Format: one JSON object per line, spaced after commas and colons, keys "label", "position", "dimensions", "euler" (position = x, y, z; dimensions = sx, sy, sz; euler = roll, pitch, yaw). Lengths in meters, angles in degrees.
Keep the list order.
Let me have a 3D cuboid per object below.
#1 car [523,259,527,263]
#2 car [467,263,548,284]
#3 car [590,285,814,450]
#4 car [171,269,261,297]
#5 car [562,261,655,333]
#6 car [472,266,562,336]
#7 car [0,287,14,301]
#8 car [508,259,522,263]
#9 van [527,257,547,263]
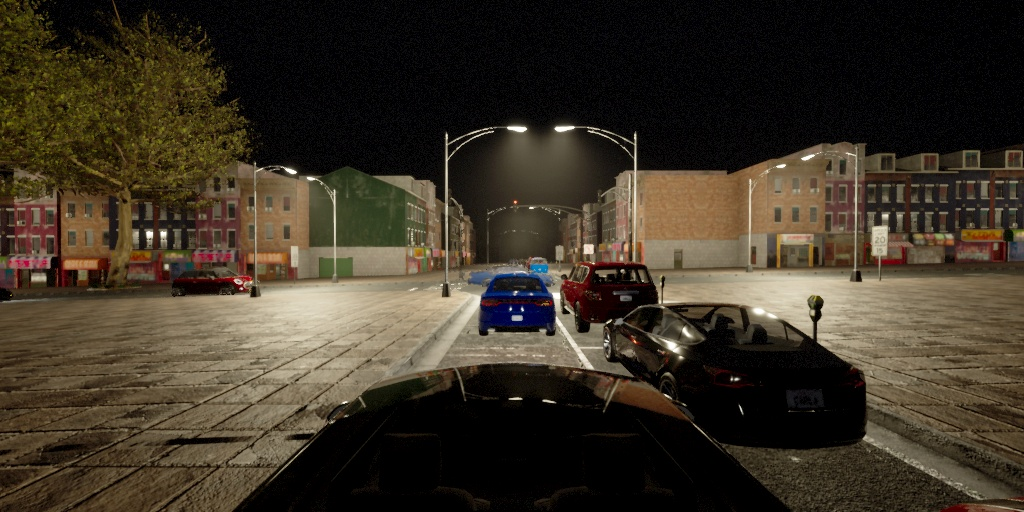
{"label": "car", "position": [2.779, 1.084, 42.462], "dimensions": [2.192, 1.841, 5.009], "euler": [0, 0, 0]}
{"label": "car", "position": [-0.067, 1.303, 22.464], "dimensions": [5.357, 1.411, 2.033], "euler": [0, 0, 0]}
{"label": "car", "position": [2.646, 1.315, 5.293], "dimensions": [1.948, 1.339, 4.313], "euler": [0, 0, 0]}
{"label": "car", "position": [-18.441, 1.595, 22.496], "dimensions": [4.553, 1.767, 2.097], "euler": [-2, 1, 0]}
{"label": "car", "position": [2.666, 1.064, 10.695], "dimensions": [2.192, 1.841, 5.009], "euler": [0, 0, 0]}
{"label": "car", "position": [0.144, 1.227, 10.419], "dimensions": [1.882, 1.535, 5.008], "euler": [0, 0, 1]}
{"label": "car", "position": [-34.467, 2.309, 22.564], "dimensions": [4.181, 1.385, 1.994], "euler": [-2, 1, 1]}
{"label": "car", "position": [0.317, 1.401, 61.227], "dimensions": [1.895, 1.301, 4.718], "euler": [0, 0, 0]}
{"label": "van", "position": [2.760, 1.104, 37.056], "dimensions": [1.690, 1.789, 3.998], "euler": [0, 0, 0]}
